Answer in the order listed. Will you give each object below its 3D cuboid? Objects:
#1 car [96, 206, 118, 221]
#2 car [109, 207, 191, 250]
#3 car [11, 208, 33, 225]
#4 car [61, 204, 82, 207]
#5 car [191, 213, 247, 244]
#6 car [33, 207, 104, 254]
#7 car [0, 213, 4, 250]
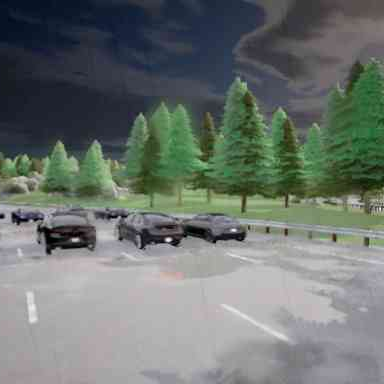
[{"bbox_3d":[-7.557,1.962,30.847,1.895,1.301,4.718,0,-1,-34],"label":"car"},{"bbox_3d":[-2.161,1.692,15.620,1.837,1.490,4.892,0,0,-30],"label":"car"},{"bbox_3d":[-13.385,1.913,26.971,1.895,1.301,4.718,0,-1,-34],"label":"car"},{"bbox_3d":[-10.615,1.831,29.119,2.128,1.511,4.902,0,-1,-34],"label":"car"},{"bbox_3d":[0.940,1.770,17.250,1.994,1.385,4.181,0,-1,-30],"label":"car"},{"bbox_3d":[-5.585,1.647,14.548,1.882,1.535,5.008,0,-1,-30],"label":"car"},{"bbox_3d":[-7.791,1.356,11.383,2.150,2.045,5.566,0,0,-30],"label":"car"}]
